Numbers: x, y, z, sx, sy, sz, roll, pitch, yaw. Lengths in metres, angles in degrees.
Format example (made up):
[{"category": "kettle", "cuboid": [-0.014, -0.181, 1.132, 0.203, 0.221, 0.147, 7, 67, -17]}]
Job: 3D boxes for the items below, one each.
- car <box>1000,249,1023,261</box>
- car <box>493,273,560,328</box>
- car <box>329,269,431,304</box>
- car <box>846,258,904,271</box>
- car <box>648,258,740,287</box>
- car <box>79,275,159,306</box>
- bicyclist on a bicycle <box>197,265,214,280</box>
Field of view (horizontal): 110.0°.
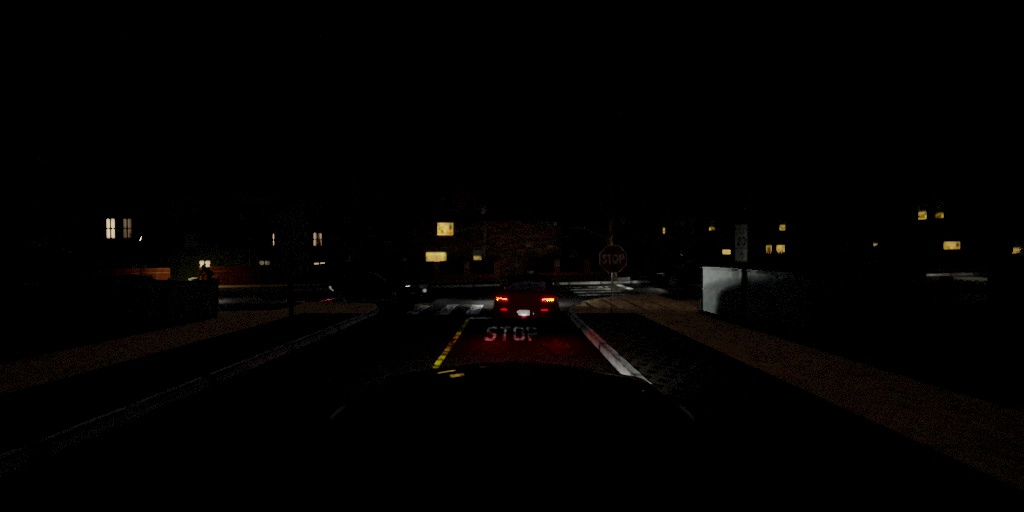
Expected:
[{"category": "car", "cuboid": [32.006, 0.149, 20.776, 5.566, 2.045, 2.150, -1, 1, 0]}, {"category": "car", "cuboid": [0.537, 1.275, 11.372, 1.812, 1.442, 4.674, 0, 0, 6]}, {"category": "car", "cuboid": [-6.140, 1.353, 16.603, 4.902, 1.511, 2.128, -2, -1, 20]}, {"category": "car", "cuboid": [20.599, 0.795, 20.779, 4.718, 1.301, 1.895, -1, 1, 0]}, {"category": "car", "cuboid": [10.472, 0.910, 20.735, 5.008, 1.535, 1.882, -1, 1, -1]}, {"category": "car", "cuboid": [-18.966, 1.677, 17.788, 4.892, 1.490, 1.837, -1, 1, 0]}, {"category": "bicyclist on a bicycle", "cuboid": [-20.158, 1.413, 23.631, 0.582, 1.620, 1.656, -1, 1, 0]}]
